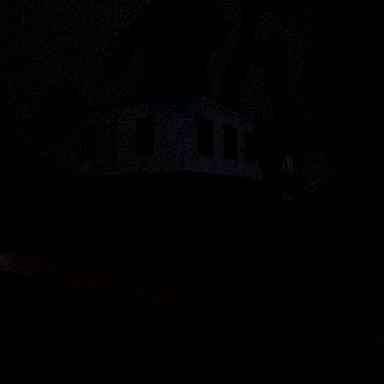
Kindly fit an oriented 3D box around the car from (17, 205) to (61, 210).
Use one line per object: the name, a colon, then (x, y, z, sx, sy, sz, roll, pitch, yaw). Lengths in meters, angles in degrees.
car: (-13.752, 1.826, 28.469, 2.033, 1.411, 5.357, -1, 0, 29)
